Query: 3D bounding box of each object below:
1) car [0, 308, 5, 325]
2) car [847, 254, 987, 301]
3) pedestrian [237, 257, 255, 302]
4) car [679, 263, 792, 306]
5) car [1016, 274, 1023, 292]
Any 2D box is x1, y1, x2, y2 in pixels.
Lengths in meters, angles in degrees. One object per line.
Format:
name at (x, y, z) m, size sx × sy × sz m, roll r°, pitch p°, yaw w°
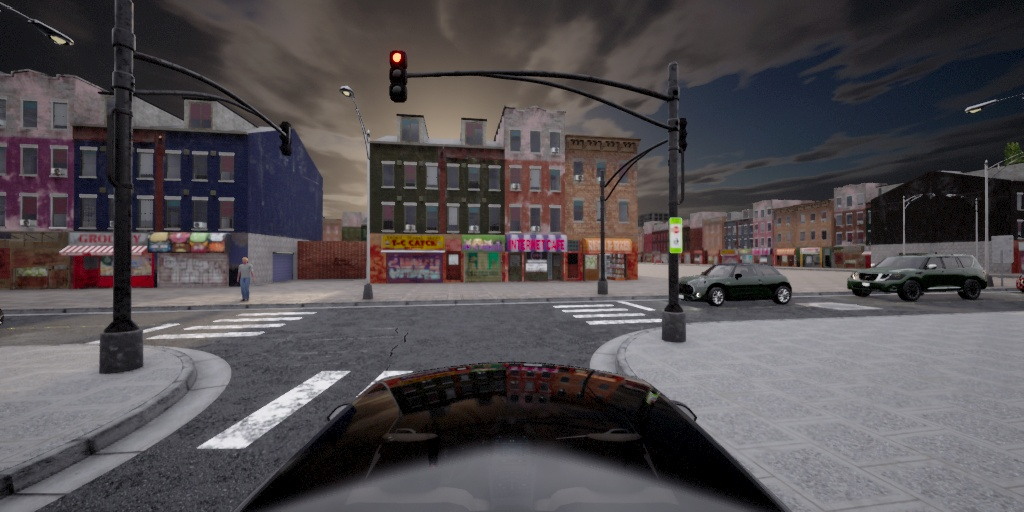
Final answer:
car at (-15.410, 1.277, 8.370) m, size 4.902 × 1.511 × 2.128 m, roll 0°, pitch 0°, yaw -8°
car at (18.779, 0.928, 16.698) m, size 5.566 × 2.045 × 2.150 m, roll 0°, pitch 0°, yaw -9°
pedestrian at (-11.105, 0.945, 14.964) m, size 0.375 × 1.860 × 0.375 m, roll 0°, pitch 0°, yaw -9°
car at (9.178, 1.083, 15.164) m, size 4.553 × 1.767 × 2.097 m, roll 0°, pitch 0°, yaw -10°
car at (28.627, 1.034, 18.197) m, size 4.553 × 1.767 × 2.097 m, roll 0°, pitch 0°, yaw -8°
